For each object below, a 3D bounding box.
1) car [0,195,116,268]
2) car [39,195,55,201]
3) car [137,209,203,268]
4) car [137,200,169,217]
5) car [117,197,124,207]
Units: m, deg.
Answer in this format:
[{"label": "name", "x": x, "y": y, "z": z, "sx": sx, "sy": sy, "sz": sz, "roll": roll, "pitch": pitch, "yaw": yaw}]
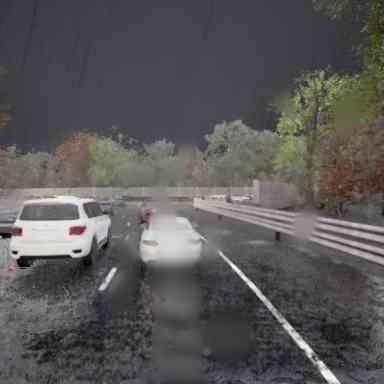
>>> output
[{"label": "car", "x": -4.183, "y": 1.211, "z": 11.498, "sx": 2.150, "sy": 2.045, "sz": 5.566, "roll": 0, "pitch": 0, "yaw": -6}, {"label": "car", "x": -35.567, "y": 1.480, "z": 81.575, "sx": 4.674, "sy": 1.442, "sz": 1.812, "roll": 0, "pitch": 0, "yaw": 42}, {"label": "car", "x": -0.750, "y": 1.505, "z": 11.105, "sx": 1.812, "sy": 1.442, "sz": 4.674, "roll": 0, "pitch": 0, "yaw": -6}, {"label": "car", "x": -2.727, "y": 1.313, "z": 23.373, "sx": 2.097, "sy": 1.767, "sz": 4.553, "roll": 0, "pitch": 0, "yaw": -12}, {"label": "car", "x": -11.121, "y": 1.432, "z": 47.535, "sx": 2.128, "sy": 1.511, "sz": 4.902, "roll": 0, "pitch": 0, "yaw": -26}]
